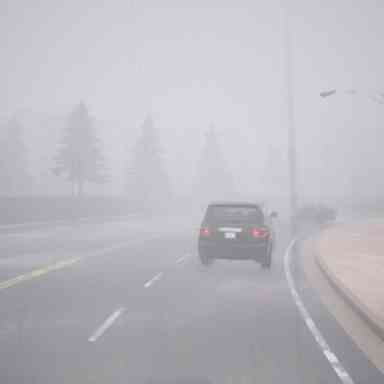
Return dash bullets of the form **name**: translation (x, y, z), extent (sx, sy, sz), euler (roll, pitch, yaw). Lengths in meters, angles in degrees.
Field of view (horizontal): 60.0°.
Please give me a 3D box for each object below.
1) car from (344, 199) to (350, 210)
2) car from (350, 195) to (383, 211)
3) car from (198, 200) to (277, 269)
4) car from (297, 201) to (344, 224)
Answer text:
- **car**: translation (24.280, 1.536, 48.300), extent (5.566, 2.045, 2.150), euler (0, 0, -17)
- **car**: translation (24.586, 1.514, 44.726), extent (5.566, 2.045, 2.150), euler (0, 0, -18)
- **car**: translation (1.759, 1.299, 11.772), extent (2.150, 2.045, 5.566), euler (0, 0, 15)
- **car**: translation (10.192, 1.668, 26.933), extent (2.128, 1.511, 4.902), euler (0, -1, 41)
